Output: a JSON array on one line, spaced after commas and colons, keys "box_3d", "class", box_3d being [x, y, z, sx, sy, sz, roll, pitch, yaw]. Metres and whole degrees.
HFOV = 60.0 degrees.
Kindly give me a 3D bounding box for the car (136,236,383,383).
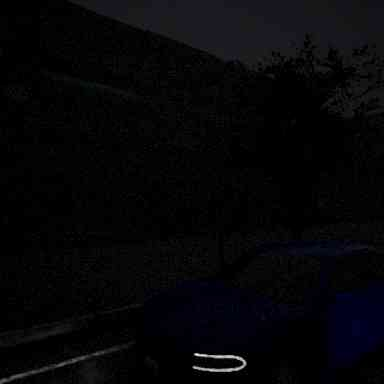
[{"box_3d": [1.622, 1.481, 4.846, 5.008, 1.535, 1.882, 0, 0, -36], "class": "car"}]
